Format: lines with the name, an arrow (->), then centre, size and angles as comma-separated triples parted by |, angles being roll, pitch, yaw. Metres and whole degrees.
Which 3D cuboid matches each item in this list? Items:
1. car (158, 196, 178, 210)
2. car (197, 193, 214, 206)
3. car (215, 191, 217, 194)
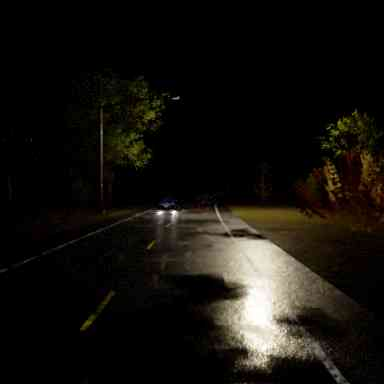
car -> -2.615, 1.220, 37.223 | 1.812, 1.442, 4.674 | 0, 0, 3
car -> 1.684, 1.101, 46.481 | 2.128, 1.511, 4.902 | 0, 1, 4
car -> 3.323, 0.979, 65.678 | 2.033, 1.411, 5.357 | 0, 1, 6
